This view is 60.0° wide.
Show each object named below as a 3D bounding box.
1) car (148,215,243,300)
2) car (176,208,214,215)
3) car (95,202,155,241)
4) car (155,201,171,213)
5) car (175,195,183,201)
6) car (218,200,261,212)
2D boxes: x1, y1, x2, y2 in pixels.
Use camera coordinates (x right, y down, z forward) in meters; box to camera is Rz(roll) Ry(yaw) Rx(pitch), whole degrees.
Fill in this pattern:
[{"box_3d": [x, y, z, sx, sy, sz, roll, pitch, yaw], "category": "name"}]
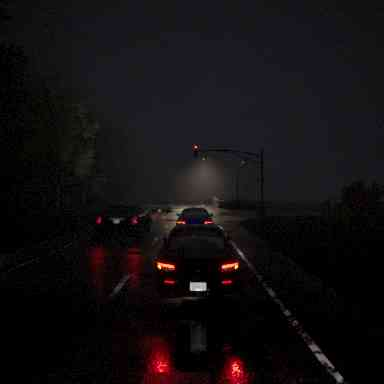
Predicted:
[{"box_3d": [0.119, 1.528, 8.251, 1.812, 1.442, 4.674, 0, 0, 0], "category": "car"}, {"box_3d": [0.140, 1.530, 17.125, 1.812, 1.442, 4.674, 0, 0, 0], "category": "car"}, {"box_3d": [-3.359, 1.357, 16.937, 2.097, 1.767, 4.553, 0, 0, 0], "category": "car"}, {"box_3d": [-3.311, 1.608, 36.317, 1.895, 1.301, 4.718, 0, 0, 0], "category": "car"}, {"box_3d": [-3.297, 1.540, 83.555, 2.033, 1.411, 5.357, 0, 0, 0], "category": "car"}, {"box_3d": [6.066, 1.699, 41.857, 5.357, 1.411, 2.033, 1, -1, 29], "category": "car"}]
